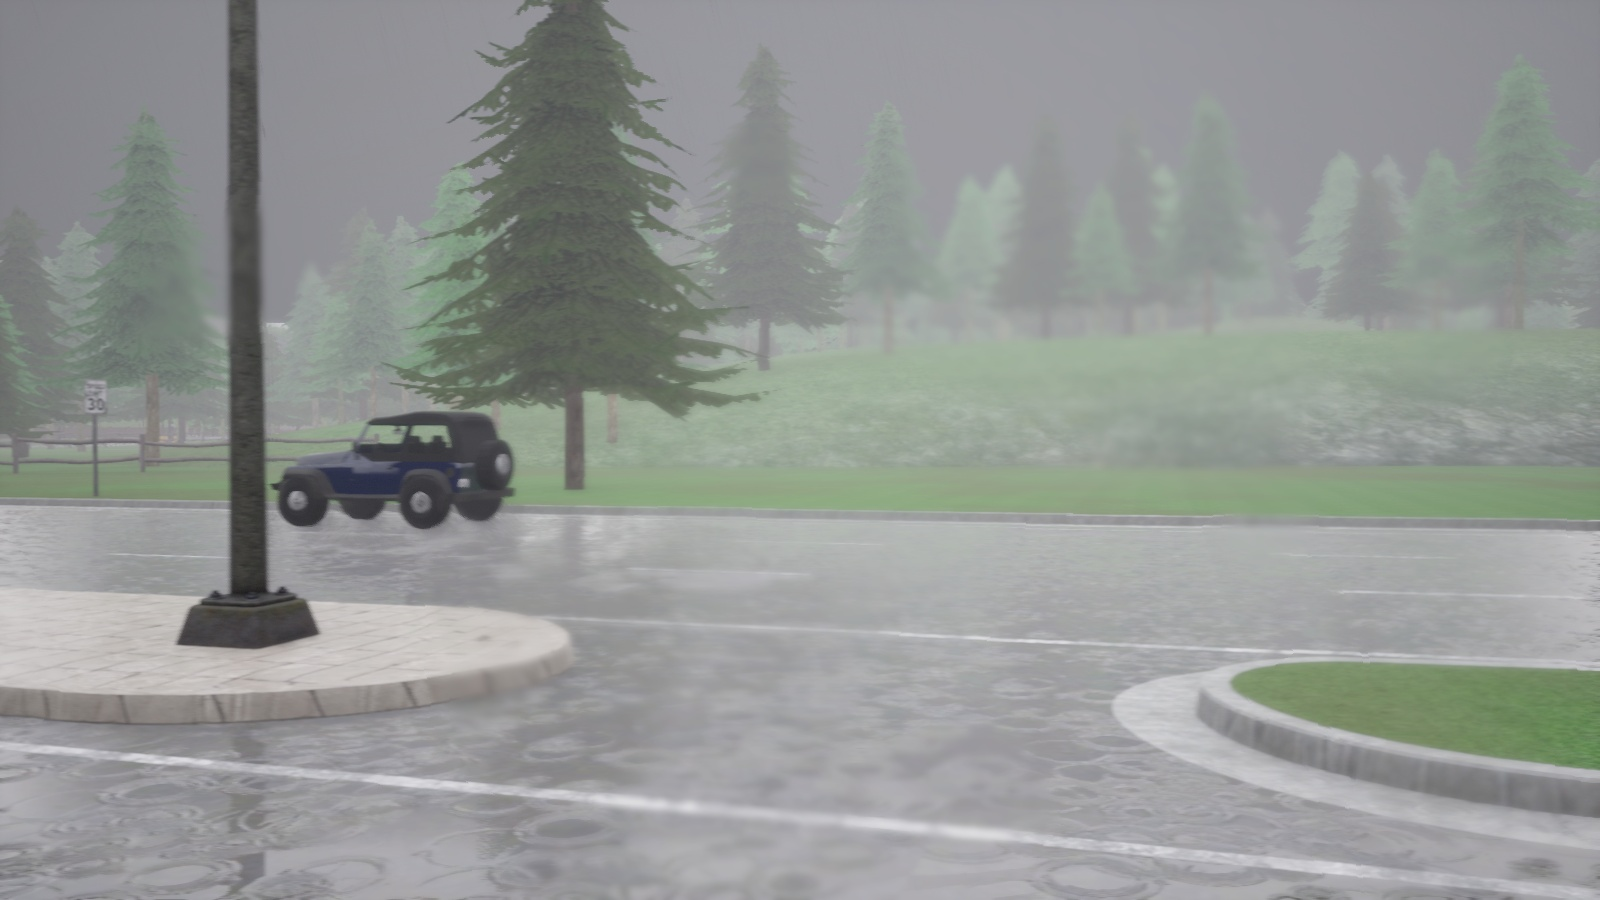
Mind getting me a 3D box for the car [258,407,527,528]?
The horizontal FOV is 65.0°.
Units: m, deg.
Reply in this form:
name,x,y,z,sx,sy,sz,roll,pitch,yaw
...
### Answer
name,x,y,z,sx,sy,sz,roll,pitch,yaw
car,-6.752,0.247,20.946,3.866,1.878,1.905,0,1,17
